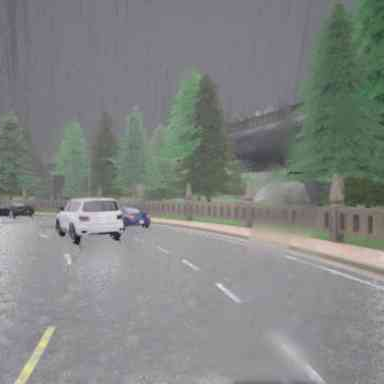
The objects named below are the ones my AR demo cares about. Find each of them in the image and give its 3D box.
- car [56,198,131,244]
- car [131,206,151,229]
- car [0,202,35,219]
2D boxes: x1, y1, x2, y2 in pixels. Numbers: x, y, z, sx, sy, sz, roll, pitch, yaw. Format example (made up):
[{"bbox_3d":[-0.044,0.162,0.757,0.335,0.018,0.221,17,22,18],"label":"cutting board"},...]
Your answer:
[{"bbox_3d":[-5.241,1.298,16.683,2.150,2.045,5.566,-1,0,-32],"label":"car"},{"bbox_3d":[-4.311,1.595,21.256,1.812,1.442,4.674,0,0,-36],"label":"car"},{"bbox_3d":[-17.278,1.702,31.940,5.008,1.535,1.882,-1,0,31],"label":"car"}]
